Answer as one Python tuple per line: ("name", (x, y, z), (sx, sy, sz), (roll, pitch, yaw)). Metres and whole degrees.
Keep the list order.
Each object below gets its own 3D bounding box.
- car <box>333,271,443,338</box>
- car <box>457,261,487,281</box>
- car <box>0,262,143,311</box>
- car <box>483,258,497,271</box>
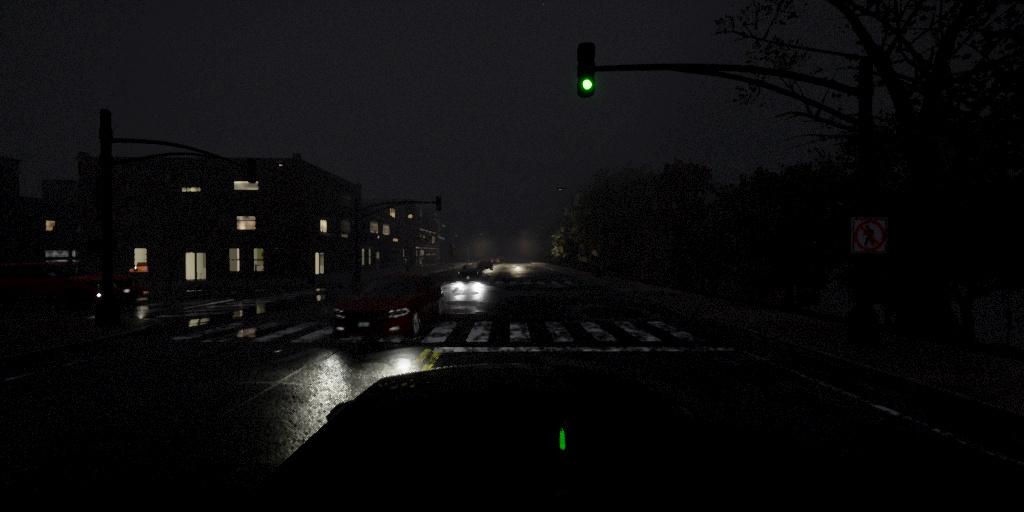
("car", (-3.292, 1.243, 10.425), (1.882, 1.535, 5.008), (0, 0, 0))
("car", (-3.413, 1.369, 29.969), (1.895, 1.301, 4.718), (0, 0, 0))
("car", (-20.332, 1.279, 16.277), (5.566, 2.045, 2.150), (-1, 1, -1))
("car", (-3.580, 1.321, 49.693), (2.033, 1.411, 5.357), (0, 0, 0))
